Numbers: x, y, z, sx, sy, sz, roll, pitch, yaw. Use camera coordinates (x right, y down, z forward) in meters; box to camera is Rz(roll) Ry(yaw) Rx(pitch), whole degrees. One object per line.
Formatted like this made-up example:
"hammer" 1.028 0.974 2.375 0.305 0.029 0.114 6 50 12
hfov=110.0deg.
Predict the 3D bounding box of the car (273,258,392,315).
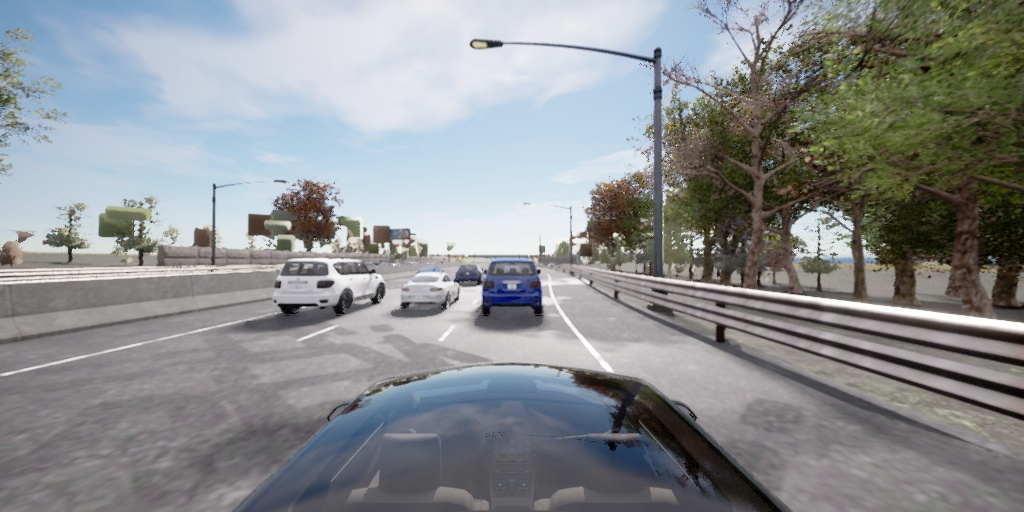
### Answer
"car" -6.986 1.113 14.398 2.150 2.045 5.566 0 0 0

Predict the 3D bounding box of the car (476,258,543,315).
"car" 0.014 1.113 14.409 2.150 2.045 5.566 0 0 0

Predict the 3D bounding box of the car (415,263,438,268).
"car" -6.964 1.599 30.733 1.812 1.442 4.674 0 0 1

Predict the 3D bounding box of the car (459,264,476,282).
"car" -3.468 1.419 30.258 2.097 1.767 4.553 0 -1 1

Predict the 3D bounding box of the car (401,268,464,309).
"car" -3.468 1.429 15.734 1.812 1.442 4.674 0 0 1
